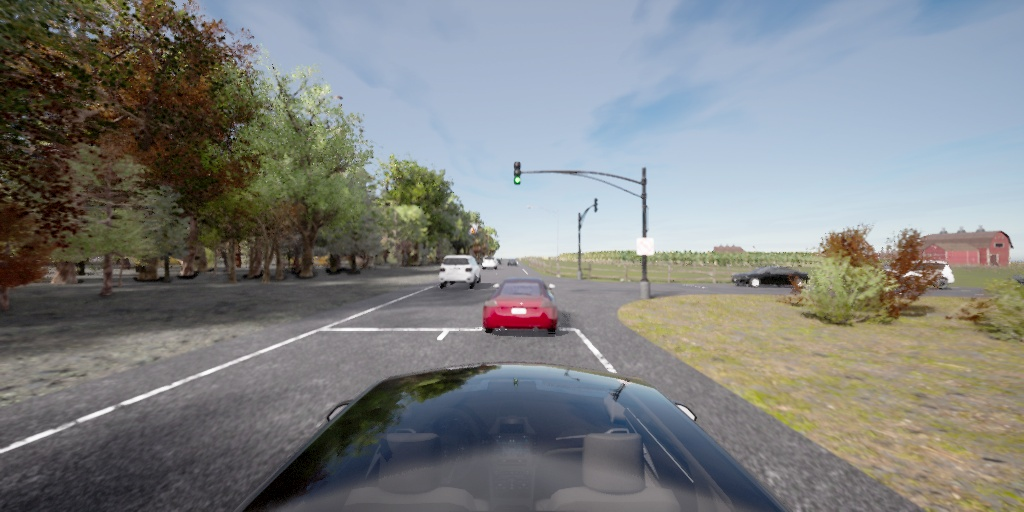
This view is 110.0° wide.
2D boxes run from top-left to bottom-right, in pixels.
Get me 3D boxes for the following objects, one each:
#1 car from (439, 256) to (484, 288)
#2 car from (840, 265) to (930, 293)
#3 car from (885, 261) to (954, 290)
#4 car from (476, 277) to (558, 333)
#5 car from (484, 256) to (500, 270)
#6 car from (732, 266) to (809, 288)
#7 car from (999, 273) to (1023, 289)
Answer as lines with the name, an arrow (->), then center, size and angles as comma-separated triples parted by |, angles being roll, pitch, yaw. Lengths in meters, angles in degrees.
car -> -3.395, 1.004, 24.108 | 2.150, 2.045, 5.566 | 0, 0, 0
car -> 22.972, 1.525, 22.854 | 4.892, 1.490, 1.837 | 1, -1, 1
car -> 29.012, 1.375, 26.510 | 5.566, 2.045, 2.150 | 1, -1, 0
car -> 0.359, 1.328, 10.831 | 1.994, 1.385, 4.181 | 0, 0, 5
car -> -3.391, 1.042, 56.254 | 2.150, 2.045, 5.566 | 0, 0, 0
car -> 19.022, 1.522, 26.552 | 5.008, 1.535, 1.882 | 1, -1, 0
car -> 39.173, 1.770, 26.445 | 4.892, 1.490, 1.837 | 1, -1, 0
